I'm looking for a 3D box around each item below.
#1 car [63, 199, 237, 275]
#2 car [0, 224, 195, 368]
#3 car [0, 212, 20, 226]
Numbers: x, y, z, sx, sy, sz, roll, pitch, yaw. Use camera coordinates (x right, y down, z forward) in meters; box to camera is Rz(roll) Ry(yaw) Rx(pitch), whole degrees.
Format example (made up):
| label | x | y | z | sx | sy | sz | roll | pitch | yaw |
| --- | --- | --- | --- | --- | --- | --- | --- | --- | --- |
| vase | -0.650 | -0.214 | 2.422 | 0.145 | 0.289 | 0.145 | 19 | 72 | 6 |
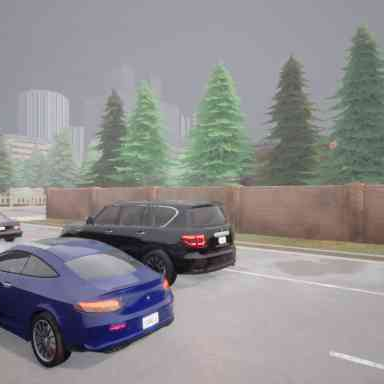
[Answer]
| label | x | y | z | sx | sy | sz | roll | pitch | yaw |
| --- | --- | --- | --- | --- | --- | --- | --- | --- | --- |
| car | -1.463 | 1.221 | 9.348 | 5.566 | 2.045 | 2.150 | 0 | 0 | 36 |
| car | -2.415 | 1.526 | 5.731 | 4.674 | 1.442 | 1.812 | 0 | 0 | 36 |
| car | -9.760 | 1.547 | 15.263 | 5.357 | 1.411 | 2.033 | 0 | 0 | 39 |
